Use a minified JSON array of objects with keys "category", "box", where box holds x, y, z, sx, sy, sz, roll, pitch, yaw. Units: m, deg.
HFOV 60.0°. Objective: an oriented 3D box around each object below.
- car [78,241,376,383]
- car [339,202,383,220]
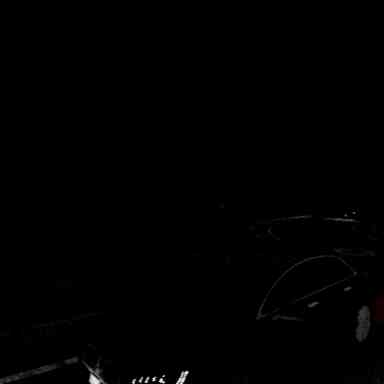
[{"category":"car","box":[0.921,1.545,4.697,4.892,1.490,1.837,1,1,-41]},{"category":"car","box":[15.553,1.611,28.895,5.357,1.411,2.033,0,0,-16]}]
